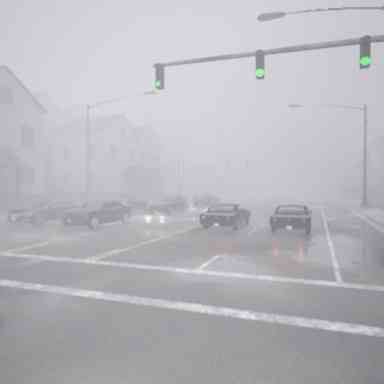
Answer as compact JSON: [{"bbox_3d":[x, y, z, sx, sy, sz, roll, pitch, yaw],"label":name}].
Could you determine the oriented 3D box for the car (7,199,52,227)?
[{"bbox_3d":[-8.788,1.166,20.277,2.128,1.511,4.902,0,1,21],"label":"car"}]

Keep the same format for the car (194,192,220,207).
[{"bbox_3d":[1.690,0.997,38.169,1.895,1.301,4.718,0,1,21],"label":"car"}]

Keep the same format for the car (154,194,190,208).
[{"bbox_3d":[-2.171,0.947,37.859,2.033,1.411,5.357,0,1,21],"label":"car"}]

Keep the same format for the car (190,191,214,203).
[{"bbox_3d":[1.522,0.725,47.636,1.882,1.535,5.008,0,1,20],"label":"car"}]

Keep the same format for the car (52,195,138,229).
[{"bbox_3d":[-5.408,1.169,19.326,1.882,1.535,5.008,0,1,21],"label":"car"}]

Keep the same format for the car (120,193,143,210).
[{"bbox_3d":[-5.565,0.892,28.895,2.097,1.767,4.553,0,1,21],"label":"car"}]

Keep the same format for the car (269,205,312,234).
[{"bbox_3d":[5.312,1.324,17.527,1.895,1.301,4.718,0,1,21],"label":"car"}]

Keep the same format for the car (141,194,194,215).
[{"bbox_3d":[-1.965,1.094,28.531,2.033,1.411,5.357,0,1,21],"label":"car"}]

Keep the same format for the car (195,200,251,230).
[{"bbox_3d":[2.014,1.304,18.695,1.895,1.301,4.718,0,1,21],"label":"car"}]
